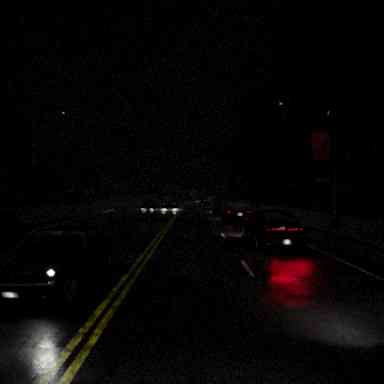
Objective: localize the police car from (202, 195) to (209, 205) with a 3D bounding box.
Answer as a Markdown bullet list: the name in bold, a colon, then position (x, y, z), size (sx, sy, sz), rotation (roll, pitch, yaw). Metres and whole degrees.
- **police car**: position (3.247, 1.710, 57.909), size (1.930, 1.638, 5.238), rotation (0, -1, 0)

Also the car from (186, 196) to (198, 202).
- **car**: position (-0.004, 1.958, 88.763), size (1.812, 1.442, 4.674), rotation (0, -1, 0)

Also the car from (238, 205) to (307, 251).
- **car**: position (3.351, 1.503, 14.140), size (1.837, 1.490, 4.892), rotation (0, 0, 0)

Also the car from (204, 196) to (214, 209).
- **car**: position (3.248, 1.681, 46.791), size (2.128, 1.511, 4.902), rotation (0, 0, 0)

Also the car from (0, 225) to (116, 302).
- **car**: position (-3.348, 1.590, 8.331), size (1.895, 1.301, 4.718), rotation (0, 0, 0)

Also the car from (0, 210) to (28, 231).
- **car**: position (-6.599, 1.343, 9.661), size (2.097, 1.767, 4.553), rotation (0, 0, 0)

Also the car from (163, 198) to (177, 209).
- **car**: position (-3.330, 1.694, 50.257), size (1.882, 1.535, 5.008), rotation (0, 0, 0)

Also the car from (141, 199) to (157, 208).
- **car**: position (-6.576, 1.773, 51.389), size (2.033, 1.411, 5.357), rotation (0, 0, 0)

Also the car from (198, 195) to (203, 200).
- **car**: position (3.246, 1.743, 79.848), size (2.150, 2.045, 5.566), rotation (0, -1, 0)

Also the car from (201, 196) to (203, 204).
- **car**: position (3.246, 1.898, 68.806), size (1.837, 1.490, 4.892), rotation (0, -1, 0)

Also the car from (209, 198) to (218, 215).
- **car**: position (3.248, 1.675, 35.784), size (1.994, 1.385, 4.181), rotation (0, 0, 0)

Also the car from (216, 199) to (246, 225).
- **car**: position (3.249, 1.547, 24.808), size (2.163, 1.488, 4.792), rotation (0, 0, 0)
